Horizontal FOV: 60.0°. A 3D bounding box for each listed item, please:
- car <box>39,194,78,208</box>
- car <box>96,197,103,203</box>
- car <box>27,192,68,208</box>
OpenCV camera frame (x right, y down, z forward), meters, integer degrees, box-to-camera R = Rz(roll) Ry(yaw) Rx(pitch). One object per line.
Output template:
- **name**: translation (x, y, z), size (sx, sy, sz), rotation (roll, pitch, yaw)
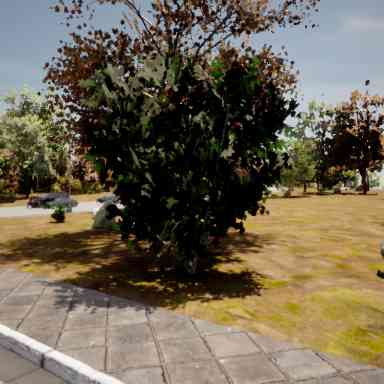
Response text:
- **car**: translation (-17.022, 1.399, 43.329), size (1.994, 1.385, 4.181), rotation (0, 2, 39)
- **car**: translation (-12.858, 0.969, 54.024), size (2.033, 1.411, 5.357), rotation (0, 3, 39)
- **car**: translation (-19.565, 1.058, 45.758), size (2.150, 2.045, 5.566), rotation (0, 2, 39)
